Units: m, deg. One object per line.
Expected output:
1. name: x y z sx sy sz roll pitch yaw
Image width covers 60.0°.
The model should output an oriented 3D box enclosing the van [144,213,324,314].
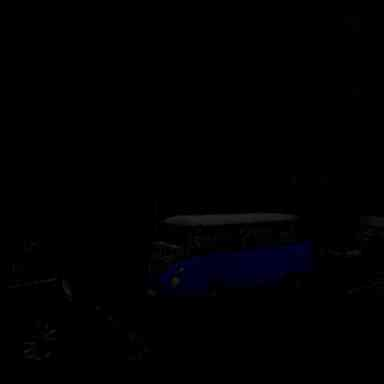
1. van: 0.956 1.387 7.436 3.998 1.788 1.690 1 0 -35

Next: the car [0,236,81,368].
1. car: -3.663 1.433 4.142 4.097 1.590 1.967 1 0 -35

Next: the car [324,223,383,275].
1. car: 5.570 1.681 10.731 4.206 1.307 1.802 1 0 -35
